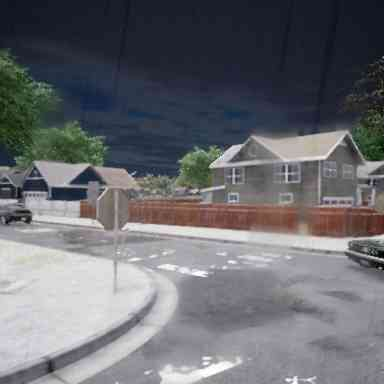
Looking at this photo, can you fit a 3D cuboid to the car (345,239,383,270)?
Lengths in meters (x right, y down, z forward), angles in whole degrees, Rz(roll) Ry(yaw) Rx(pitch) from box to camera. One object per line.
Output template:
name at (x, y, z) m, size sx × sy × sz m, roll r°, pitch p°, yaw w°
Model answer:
car at (7.124, 1.725, 9.860) m, size 4.718 × 1.301 × 1.895 m, roll 0°, pitch 0°, yaw -9°

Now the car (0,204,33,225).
car at (-13.768, 1.669, 24.889) m, size 4.892 × 1.490 × 1.837 m, roll -1°, pitch -1°, yaw 37°
